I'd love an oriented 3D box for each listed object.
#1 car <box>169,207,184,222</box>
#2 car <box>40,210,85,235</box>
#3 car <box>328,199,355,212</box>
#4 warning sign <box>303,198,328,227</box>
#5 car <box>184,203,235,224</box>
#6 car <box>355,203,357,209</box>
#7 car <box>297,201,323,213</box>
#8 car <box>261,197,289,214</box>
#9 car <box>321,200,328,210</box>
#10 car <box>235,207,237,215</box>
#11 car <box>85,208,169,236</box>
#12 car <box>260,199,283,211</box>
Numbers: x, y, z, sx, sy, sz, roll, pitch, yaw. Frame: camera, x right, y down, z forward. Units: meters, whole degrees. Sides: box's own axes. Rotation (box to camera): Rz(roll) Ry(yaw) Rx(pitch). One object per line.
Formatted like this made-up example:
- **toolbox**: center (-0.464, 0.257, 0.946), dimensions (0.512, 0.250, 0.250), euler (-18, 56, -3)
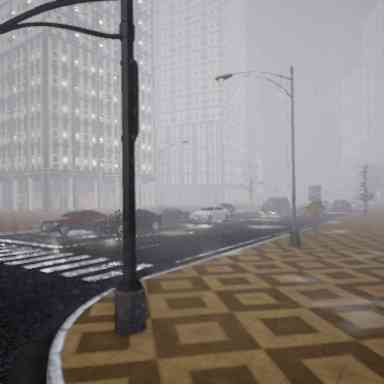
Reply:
- **car**: center (-2.315, 2.031, 29.141), dimensions (1.895, 1.301, 4.718), euler (-1, -1, 34)
- **car**: center (-7.433, 1.889, 21.607), dimensions (1.812, 1.442, 4.674), euler (-1, -1, 34)
- **car**: center (20.581, 1.804, 45.770), dimensions (2.097, 1.767, 4.553), euler (-1, -1, 32)
- **warning sign**: center (8.167, 1.334, 21.973), dimensions (1.300, 1.860, 1.060), euler (-1, 0, 34)
- **car**: center (1.633, 1.918, 29.179), dimensions (1.812, 1.442, 4.674), euler (-1, -1, 34)
- **car**: center (25.725, 2.120, 54.262), dimensions (1.895, 1.301, 4.718), euler (-1, -1, 30)
- **car**: center (15.205, 2.073, 43.383), dimensions (1.895, 1.301, 4.718), euler (-1, -1, 33)
- **car**: center (10.741, 1.730, 42.695), dimensions (2.150, 2.045, 5.566), euler (-1, -1, 34)
- **car**: center (20.408, 2.019, 51.791), dimensions (1.882, 1.535, 5.008), euler (-1, -1, 31)
- **car**: center (3.390, 2.008, 37.566), dimensions (1.837, 1.490, 4.892), euler (-1, -1, 34)
- **car**: center (-3.938, 1.798, 20.977), dimensions (1.882, 1.535, 5.008), euler (-1, -1, 34)
- **car**: center (12.280, 1.973, 50.971), dimensions (2.097, 1.767, 4.553), euler (-1, -1, 32)
